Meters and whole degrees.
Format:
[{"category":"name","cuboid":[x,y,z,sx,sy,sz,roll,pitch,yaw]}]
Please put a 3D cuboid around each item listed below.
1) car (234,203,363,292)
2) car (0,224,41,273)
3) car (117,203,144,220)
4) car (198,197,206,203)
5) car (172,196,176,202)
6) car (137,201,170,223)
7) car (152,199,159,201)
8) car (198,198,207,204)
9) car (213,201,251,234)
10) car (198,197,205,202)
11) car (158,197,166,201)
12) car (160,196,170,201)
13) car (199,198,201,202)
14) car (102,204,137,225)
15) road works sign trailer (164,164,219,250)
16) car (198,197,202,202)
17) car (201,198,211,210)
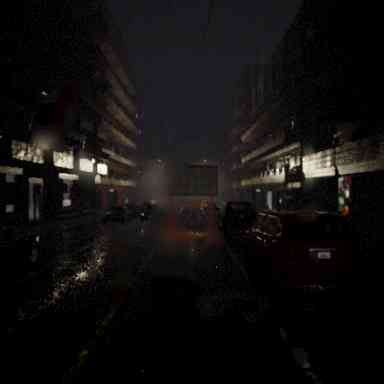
[{"category":"car","cuboid":[2.664,1.376,9.097,2.192,1.841,5.009,-1,0,0]},{"category":"car","cuboid":[-5.720,1.612,9.112,2.008,1.369,4.403,-1,0,0]},{"category":"car","cuboid":[-5.745,1.793,31.519,1.802,1.307,4.206,-1,0,0]},{"category":"car","cuboid":[2.555,2.139,87.522,2.008,1.369,4.403,-1,0,0]},{"category":"car","cuboid":[-5.833,2.178,93.140,2.008,1.369,4.403,-1,0,0]},{"category":"car","cuboid":[-3.138,1.711,27.740,1.812,1.442,4.674,0,0,0]},{"category":"car","cuboid":[-5.761,1.837,42.724,2.008,1.369,4.403,-1,0,0]},{"category":"car","cuboid":[2.563,2.116,81.919,1.947,1.339,4.313,-1,0,0]},{"category":"car","cuboid":[2.648,1.451,20.301,2.192,1.841,5.009,-1,0,0]},{"category":"car","cuboid":[2.547,2.153,93.294,1.752,1.417,4.829,-1,0,0]},{"category":"car","cuboid":[-5.777,1.912,53.927,2.008,1.369,4.403,-1,0,0]},{"category":"car","cuboid":[-5.796,1.752,65.133,2.192,1.841,5.009,-1,0,0]},{"category":"car","cuboid":[2.603,1.926,53.910,1.947,1.339,4.313,-1,0,0]},{"category":"car","cuboid":[-5.737,1.756,25.917,1.802,1.307,4.206,-1,0,0]},{"category":"road works sign trailer","cuboid":[-0.018,0.564,14.947,2.380,3.560,2.880,0,0,1]},{"category":"car","cuboid":[2.593,1.838,59.513,1.967,1.590,4.097,-1,0,0]},{"category":"car","cuboid":[2.611,1.849,48.478,1.752,1.417,4.829,-1,0,0]}]
